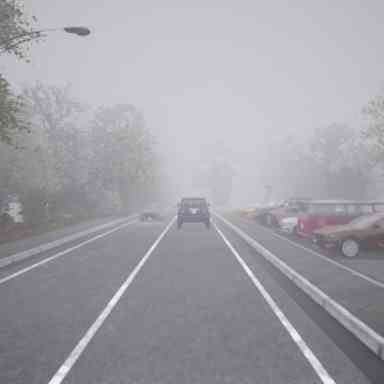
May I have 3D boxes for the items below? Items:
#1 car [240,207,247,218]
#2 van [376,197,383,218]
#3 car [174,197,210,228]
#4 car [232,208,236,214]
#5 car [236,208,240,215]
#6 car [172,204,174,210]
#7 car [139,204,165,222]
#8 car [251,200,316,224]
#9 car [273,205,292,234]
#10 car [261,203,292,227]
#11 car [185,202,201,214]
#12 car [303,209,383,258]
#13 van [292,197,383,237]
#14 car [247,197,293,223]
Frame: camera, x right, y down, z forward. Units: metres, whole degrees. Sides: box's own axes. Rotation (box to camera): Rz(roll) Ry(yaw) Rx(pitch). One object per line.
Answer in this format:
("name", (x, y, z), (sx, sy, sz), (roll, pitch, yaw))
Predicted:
("car", (7.099, 1.674, 29.056), (5.008, 1.535, 2.097), (0, -1, 0))
("van", (20.293, 1.484, 31.715), (4.442, 1.987, 1.878), (0, -1, 0))
("car", (0.112, 1.367, 23.550), (2.150, 2.045, 5.566), (0, 0, 0))
("car", (6.913, 1.753, 34.596), (5.366, 1.575, 1.946), (0, -1, 0))
("car", (7.101, 1.712, 31.828), (4.892, 1.521, 2.231), (0, -1, 0))
("car", (-3.223, 3.012, 70.647), (2.033, 1.411, 5.357), (0, -3, 0))
("car", (-3.340, 1.755, 28.967), (2.033, 1.411, 5.357), (0, -1, 0))
("car", (7.122, 1.520, 26.280), (4.553, 1.767, 2.185), (0, 0, 0))
("car", (7.085, 1.619, 17.955), (4.674, 1.452, 2.002), (0, 0, 0))
("car", (7.115, 1.630, 20.731), (4.792, 1.488, 2.163), (0, 0, 0))
("car", (0.117, 2.025, 42.774), (2.033, 1.411, 5.357), (0, -1, 0))
("car", (7.083, 1.536, 12.403), (5.008, 1.535, 2.097), (0, 0, 0))
("van", (7.197, 1.332, 15.181), (4.442, 1.987, 1.878), (0, 0, 0))
("car", (7.060, 1.370, 23.510), (5.566, 2.045, 2.435), (0, 0, 0))
